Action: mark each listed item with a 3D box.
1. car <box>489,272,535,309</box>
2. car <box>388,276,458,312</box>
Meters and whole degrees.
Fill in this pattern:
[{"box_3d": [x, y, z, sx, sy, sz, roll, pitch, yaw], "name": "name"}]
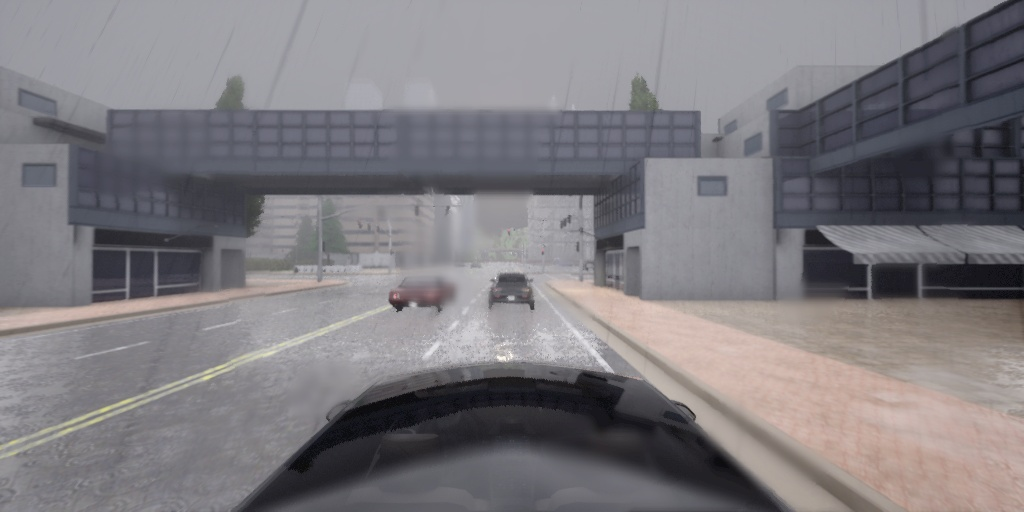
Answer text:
[{"box_3d": [0.017, 1.429, 15.729, 1.812, 1.442, 4.674, 0, 0, 1], "name": "car"}, {"box_3d": [-3.491, 1.497, 15.080, 1.895, 1.301, 4.718, 0, -1, 0], "name": "car"}]
